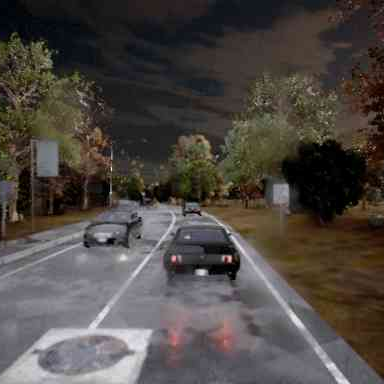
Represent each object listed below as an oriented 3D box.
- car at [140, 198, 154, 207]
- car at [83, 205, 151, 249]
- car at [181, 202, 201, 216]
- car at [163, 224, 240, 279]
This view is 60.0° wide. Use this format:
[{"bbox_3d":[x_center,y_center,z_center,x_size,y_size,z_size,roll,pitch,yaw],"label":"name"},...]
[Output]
[{"bbox_3d":[-7.588,1.718,56.086,1.994,1.385,4.181,1,0,-14],"label":"car"},{"bbox_3d":[-3.362,1.553,14.991,2.128,1.511,4.902,0,0,1],"label":"car"},{"bbox_3d":[-0.148,1.705,34.735,2.033,1.411,5.357,1,0,-5],"label":"car"},{"bbox_3d":[0.277,1.642,10.178,1.895,1.301,4.718,0,0,1],"label":"car"}]
